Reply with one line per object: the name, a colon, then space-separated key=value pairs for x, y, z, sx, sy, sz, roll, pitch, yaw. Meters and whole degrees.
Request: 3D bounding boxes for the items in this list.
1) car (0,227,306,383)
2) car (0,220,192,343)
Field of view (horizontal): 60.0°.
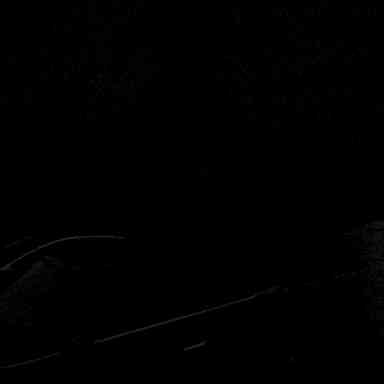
car: x=-0.974 y=1.351 z=3.286 sx=4.553 sy=1.767 sz=2.097 roll=0 pitch=0 yaw=-35
car: x=-2.612 y=1.489 z=6.419 sx=4.902 sy=1.511 sz=2.128 roll=0 pitch=0 yaw=-35
